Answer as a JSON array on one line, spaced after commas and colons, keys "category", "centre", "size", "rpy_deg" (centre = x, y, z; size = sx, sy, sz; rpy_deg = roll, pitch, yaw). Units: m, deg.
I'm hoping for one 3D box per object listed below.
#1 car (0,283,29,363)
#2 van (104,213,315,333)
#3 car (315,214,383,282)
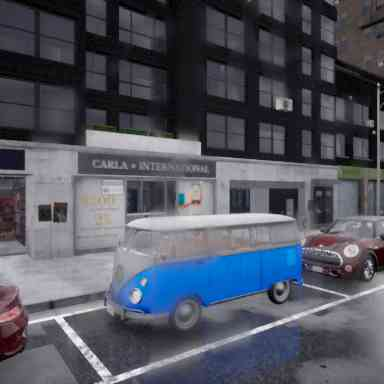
[{"category": "car", "centre": [-3.983, 1.582, 3.340], "size": [4.206, 1.307, 1.802], "rpy_deg": [0, 0, -36]}, {"category": "van", "centre": [0.416, 1.341, 6.494], "size": [3.998, 1.788, 1.690], "rpy_deg": [0, 0, -36]}, {"category": "car", "centre": [4.815, 1.440, 9.648], "size": [4.097, 1.590, 1.967], "rpy_deg": [0, 0, -36]}]
